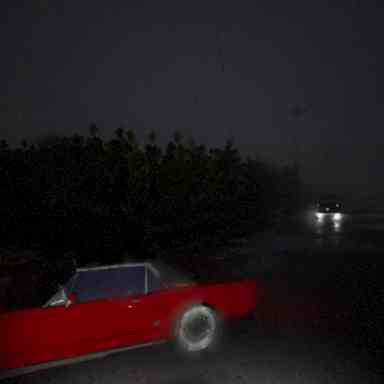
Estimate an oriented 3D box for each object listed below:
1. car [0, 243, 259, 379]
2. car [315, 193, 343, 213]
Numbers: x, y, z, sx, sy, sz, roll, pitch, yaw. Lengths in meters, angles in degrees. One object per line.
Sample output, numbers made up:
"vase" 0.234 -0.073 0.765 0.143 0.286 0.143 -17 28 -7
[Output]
"car" -1.519 1.495 4.714 4.718 1.301 1.895 -1 2 -23
"car" 11.098 0.807 26.819 2.033 1.411 5.357 0 2 26
